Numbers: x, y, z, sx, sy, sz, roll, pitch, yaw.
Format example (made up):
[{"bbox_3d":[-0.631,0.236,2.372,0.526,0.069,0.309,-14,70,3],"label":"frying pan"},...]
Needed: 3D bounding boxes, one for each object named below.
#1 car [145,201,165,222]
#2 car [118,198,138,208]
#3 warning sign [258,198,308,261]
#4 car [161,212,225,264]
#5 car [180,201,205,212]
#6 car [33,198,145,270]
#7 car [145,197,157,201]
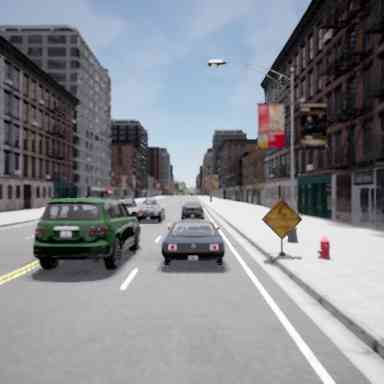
[{"bbox_3d":[-3.203,1.659,26.789,1.895,1.301,4.718,0,0,0],"label":"car"},{"bbox_3d":[-9.844,1.661,51.752,2.033,1.411,5.357,0,0,0],"label":"car"},{"bbox_3d":[2.841,1.139,10.536,1.300,1.860,1.060,0,0,0],"label":"warning sign"},{"bbox_3d":[0.056,1.627,11.822,1.895,1.301,4.718,0,0,0],"label":"car"},{"bbox_3d":[0.055,1.568,28.357,1.837,1.490,4.892,0,0,0],"label":"car"},{"bbox_3d":[-3.204,1.239,11.269,2.150,2.045,5.566,0,-1,1],"label":"car"},{"bbox_3d":[-6.597,1.608,52.498,2.128,1.511,4.902,0,0,0],"label":"car"}]
